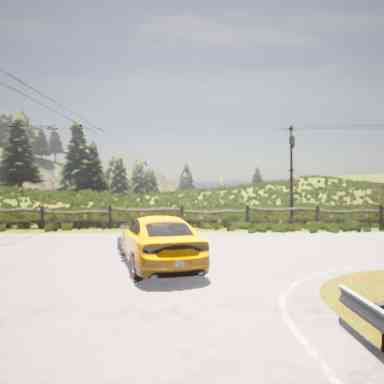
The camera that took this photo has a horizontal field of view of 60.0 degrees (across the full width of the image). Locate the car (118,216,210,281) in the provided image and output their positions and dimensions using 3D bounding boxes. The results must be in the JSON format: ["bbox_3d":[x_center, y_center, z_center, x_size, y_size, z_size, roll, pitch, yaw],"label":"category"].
[{"bbox_3d":[-1.054,1.460,10.088,1.882,1.535,5.008,0,1,-18],"label":"car"}]
